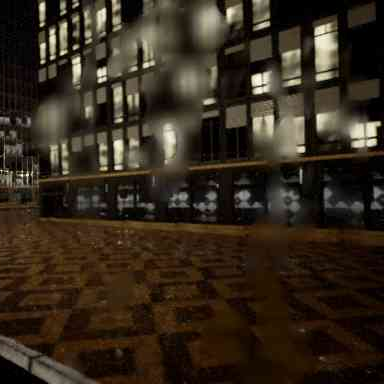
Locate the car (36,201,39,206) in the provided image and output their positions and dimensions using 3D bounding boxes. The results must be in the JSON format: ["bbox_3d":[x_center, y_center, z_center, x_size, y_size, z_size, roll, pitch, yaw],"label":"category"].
[{"bbox_3d":[-20.446,1.552,48.301,1.802,1.307,4.206,-1,0,35],"label":"car"}]
